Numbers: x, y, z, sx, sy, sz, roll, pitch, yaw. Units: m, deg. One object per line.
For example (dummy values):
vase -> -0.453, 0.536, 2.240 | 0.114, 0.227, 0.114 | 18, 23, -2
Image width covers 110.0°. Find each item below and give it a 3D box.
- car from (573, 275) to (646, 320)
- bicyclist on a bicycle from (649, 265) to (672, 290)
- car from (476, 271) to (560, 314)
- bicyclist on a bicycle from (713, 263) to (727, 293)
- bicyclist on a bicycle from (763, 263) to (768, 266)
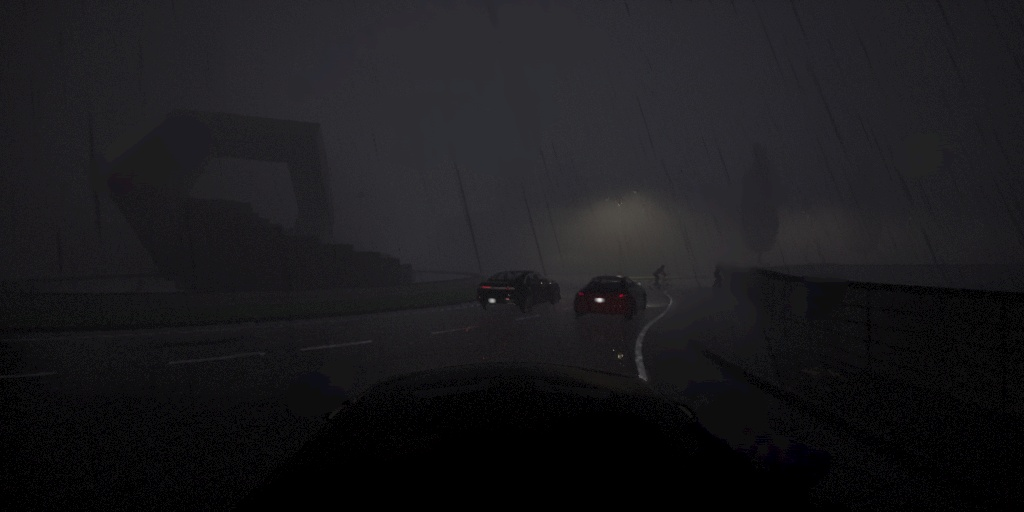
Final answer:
car -> 3.758, 1.414, 13.376 | 1.994, 1.385, 4.181 | 0, -1, 27
bicyclist on a bicycle -> 9.599, 1.394, 23.164 | 1.656, 1.620, 0.582 | 1, 0, -10
car -> 0.432, 1.342, 14.540 | 2.128, 1.511, 4.902 | 0, -1, 27
bicyclist on a bicycle -> 11.690, 1.228, 20.139 | 1.656, 1.620, 0.582 | 1, -1, -37
bicyclist on a bicycle -> 24.245, 1.519, 34.318 | 1.656, 1.620, 0.582 | 0, 0, 4
